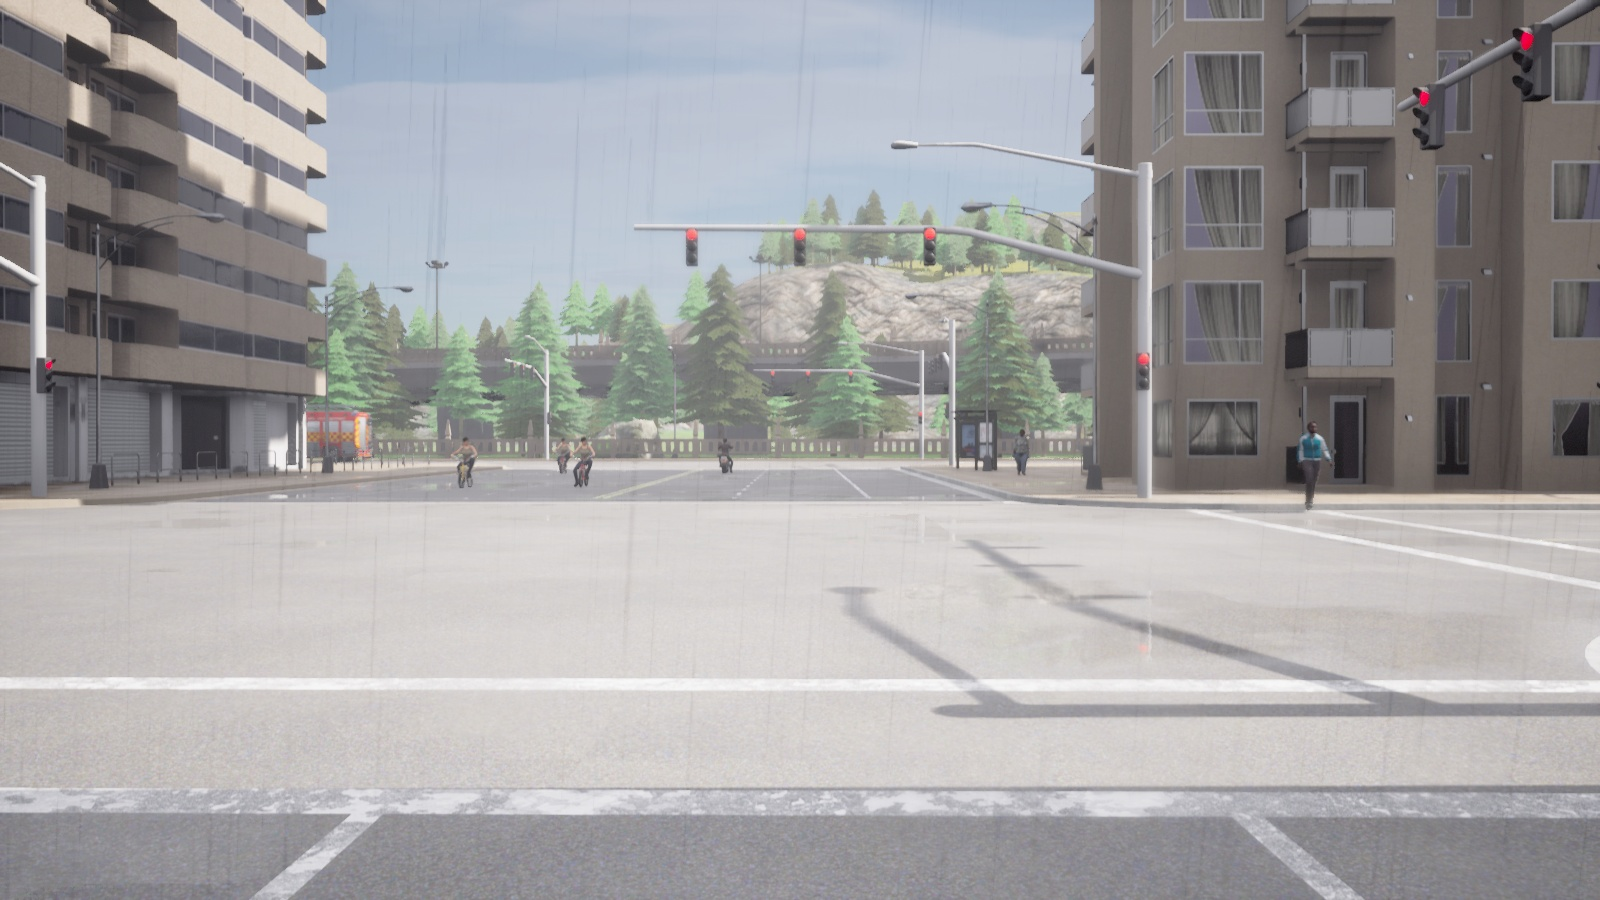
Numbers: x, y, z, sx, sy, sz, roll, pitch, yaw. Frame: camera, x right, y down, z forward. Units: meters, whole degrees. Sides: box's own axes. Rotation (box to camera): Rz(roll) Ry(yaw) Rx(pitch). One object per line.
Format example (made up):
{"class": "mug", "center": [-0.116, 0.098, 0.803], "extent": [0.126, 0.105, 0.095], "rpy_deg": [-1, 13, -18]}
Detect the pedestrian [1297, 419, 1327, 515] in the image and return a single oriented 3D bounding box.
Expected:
{"class": "pedestrian", "center": [10.438, 0.341, 25.626], "extent": [0.396, 1.930, 0.692], "rpy_deg": [0, 0, 8]}

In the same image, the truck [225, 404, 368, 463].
{"class": "truck", "center": [-33.725, -1.102, 84.290], "extent": [8.468, 3.827, 2.891], "rpy_deg": [0, 0, 1]}

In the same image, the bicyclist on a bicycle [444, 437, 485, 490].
{"class": "bicyclist on a bicycle", "center": [-10.446, 0.395, 39.108], "extent": [0.866, 1.612, 1.509], "rpy_deg": [0, 0, 0]}

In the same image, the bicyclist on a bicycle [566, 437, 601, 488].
{"class": "bicyclist on a bicycle", "center": [-6.948, 0.390, 40.316], "extent": [0.866, 1.612, 1.509], "rpy_deg": [0, 0, 0]}

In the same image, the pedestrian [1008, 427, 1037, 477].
{"class": "pedestrian", "center": [8.372, 0.075, 47.258], "extent": [0.874, 1.855, 0.900], "rpy_deg": [0, 0, -4]}
